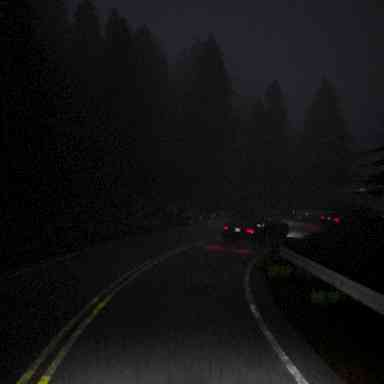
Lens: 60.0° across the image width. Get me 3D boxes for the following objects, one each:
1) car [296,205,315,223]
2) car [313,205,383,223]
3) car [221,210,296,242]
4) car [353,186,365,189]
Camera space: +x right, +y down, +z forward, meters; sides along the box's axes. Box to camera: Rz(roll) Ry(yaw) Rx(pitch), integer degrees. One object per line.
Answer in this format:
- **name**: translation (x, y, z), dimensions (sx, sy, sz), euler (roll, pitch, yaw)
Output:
- **car**: translation (10.416, 1.721, 26.878), dimensions (4.718, 1.301, 1.895), euler (0, 4, -24)
- **car**: translation (11.713, 1.882, 23.866), dimensions (5.357, 1.411, 2.033), euler (0, 4, -23)
- **car**: translation (3.419, 1.785, 17.125), dimensions (2.033, 1.411, 5.357), euler (3, 1, 33)
- **car**: translation (35.342, -1.408, 69.536), dimensions (1.994, 1.385, 4.181), euler (4, 6, 42)
